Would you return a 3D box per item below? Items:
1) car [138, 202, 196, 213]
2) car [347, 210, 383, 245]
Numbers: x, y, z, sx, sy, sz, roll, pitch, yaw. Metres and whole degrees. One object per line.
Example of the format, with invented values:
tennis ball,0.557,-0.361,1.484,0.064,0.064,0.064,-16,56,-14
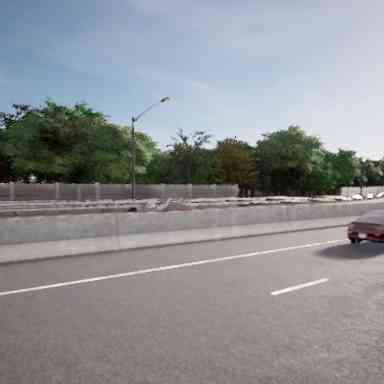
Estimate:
car,-1.733,1.488,24.115,4.674,1.442,1.812,0,0,-35
car,8.365,1.477,13.996,4.674,1.442,1.812,0,0,-35
